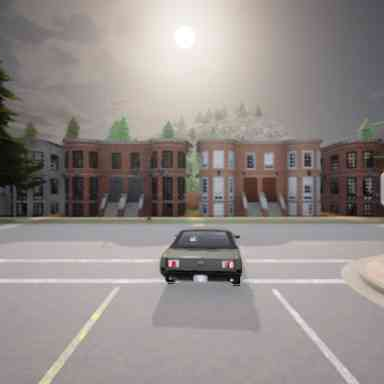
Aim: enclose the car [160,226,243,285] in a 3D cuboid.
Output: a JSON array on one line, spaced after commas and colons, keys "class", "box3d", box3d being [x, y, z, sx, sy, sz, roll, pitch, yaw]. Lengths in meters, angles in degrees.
[{"class": "car", "box3d": [0.443, 1.622, 9.567, 1.895, 1.301, 4.718, 0, 0, 6]}]
